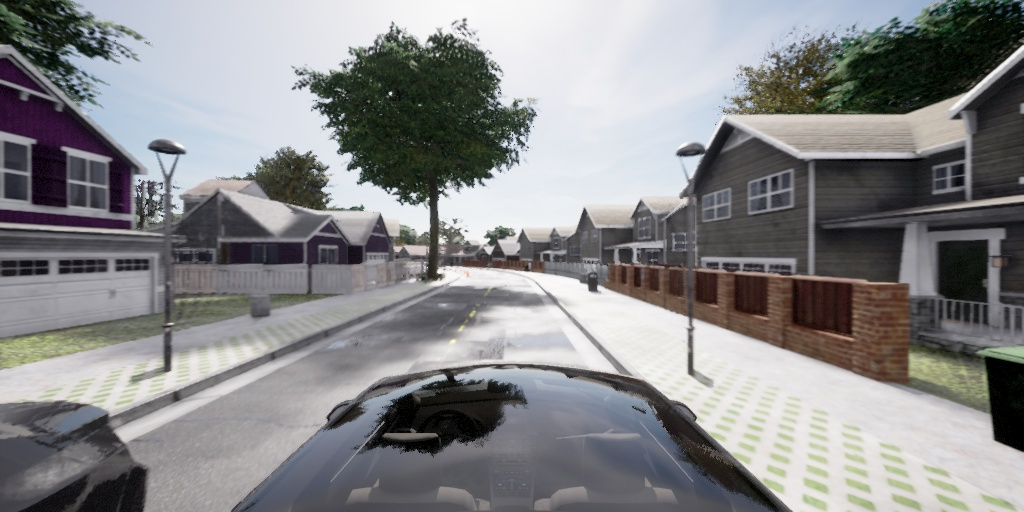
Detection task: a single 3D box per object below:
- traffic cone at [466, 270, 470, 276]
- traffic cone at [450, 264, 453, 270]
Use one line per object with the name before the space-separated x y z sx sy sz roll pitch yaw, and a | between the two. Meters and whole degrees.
traffic cone | -4.720 1.931 39.008 0.340 0.580 0.340 0 0 -7
traffic cone | -10.646 2.182 62.643 0.340 0.580 0.340 0 0 -21
